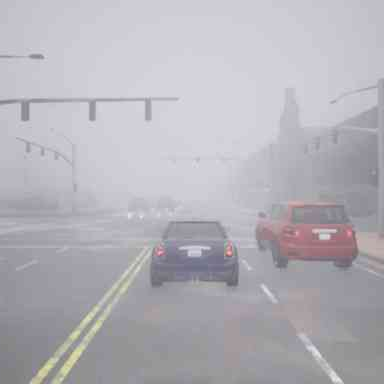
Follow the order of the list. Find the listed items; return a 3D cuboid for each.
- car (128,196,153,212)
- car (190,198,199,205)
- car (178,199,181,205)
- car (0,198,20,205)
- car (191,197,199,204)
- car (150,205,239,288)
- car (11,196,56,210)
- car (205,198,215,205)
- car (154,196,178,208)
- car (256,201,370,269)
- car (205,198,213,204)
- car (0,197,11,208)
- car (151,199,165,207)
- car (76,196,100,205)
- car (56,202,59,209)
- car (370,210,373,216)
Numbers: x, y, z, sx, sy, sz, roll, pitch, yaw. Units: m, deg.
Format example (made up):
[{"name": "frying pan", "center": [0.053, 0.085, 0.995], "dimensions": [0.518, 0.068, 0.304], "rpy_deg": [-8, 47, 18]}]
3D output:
[{"name": "car", "center": [-7.236, 1.596, 45.736], "dimensions": [2.150, 2.045, 5.566], "rpy_deg": [0, 0, 1]}, {"name": "car", "center": [0.563, 2.115, 75.194], "dimensions": [1.837, 1.490, 4.892], "rpy_deg": [0, 0, 1]}, {"name": "car", "center": [-3.456, 2.000, 57.959], "dimensions": [1.812, 1.442, 4.674], "rpy_deg": [0, 0, 2]}, {"name": "car", "center": [-38.921, 1.944, 70.637], "dimensions": [3.905, 1.438, 1.784], "rpy_deg": [0, 0, 0]}, {"name": "car", "center": [0.824, 2.175, 85.283], "dimensions": [1.882, 1.535, 5.008], "rpy_deg": [0, 0, 1]}, {"name": "car", "center": [0.061, 1.432, 9.665], "dimensions": [2.097, 1.767, 4.553], "rpy_deg": [0, 0, 0]}, {"name": "car", "center": [-21.488, 1.525, 45.242], "dimensions": [4.605, 1.855, 1.932], "rpy_deg": [0, 0, 0]}, {"name": "car", "center": [4.059, 2.137, 75.006], "dimensions": [1.812, 1.442, 4.674], "rpy_deg": [0, 0, 1]}, {"name": "car", "center": [-3.693, 1.616, 48.154], "dimensions": [2.150, 2.045, 5.566], "rpy_deg": [0, 0, 1]}, {"name": "car", "center": [3.659, 1.317, 11.594], "dimensions": [2.150, 2.045, 5.566], "rpy_deg": [0, 0, 2]}, {"name": "car", "center": [4.325, 2.222, 85.285], "dimensions": [2.128, 1.511, 4.902], "rpy_deg": [0, 0, 1]}, {"name": "car", "center": [-38.986, 1.709, 67.742], "dimensions": [4.605, 1.855, 1.932], "rpy_deg": [0, 0, 0]}, {"name": "car", "center": [-6.686, 2.087, 65.955], "dimensions": [2.033, 1.411, 5.357], "rpy_deg": [0, 0, 2]}, {"name": "car", "center": [-21.465, 1.711, 67.759], "dimensions": [3.866, 1.878, 1.905], "rpy_deg": [0, 0, 0]}, {"name": "car", "center": [-21.433, 1.551, 48.136], "dimensions": [3.866, 1.878, 1.905], "rpy_deg": [0, 0, 0]}, {"name": "car", "center": [14.665, 1.863, 32.080], "dimensions": [4.718, 1.301, 1.895], "rpy_deg": [0, 0, 0]}]
